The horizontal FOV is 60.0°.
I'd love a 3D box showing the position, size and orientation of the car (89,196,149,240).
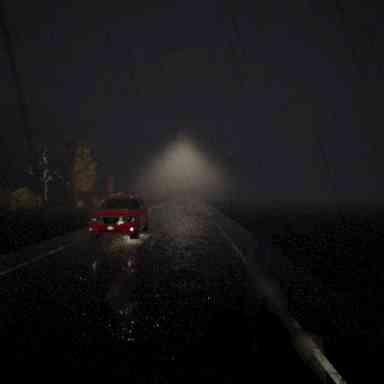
[{"bbox_3d":[-3.593,1.222,17.390,2.150,2.045,5.566,0,0,0],"label":"car"}]
